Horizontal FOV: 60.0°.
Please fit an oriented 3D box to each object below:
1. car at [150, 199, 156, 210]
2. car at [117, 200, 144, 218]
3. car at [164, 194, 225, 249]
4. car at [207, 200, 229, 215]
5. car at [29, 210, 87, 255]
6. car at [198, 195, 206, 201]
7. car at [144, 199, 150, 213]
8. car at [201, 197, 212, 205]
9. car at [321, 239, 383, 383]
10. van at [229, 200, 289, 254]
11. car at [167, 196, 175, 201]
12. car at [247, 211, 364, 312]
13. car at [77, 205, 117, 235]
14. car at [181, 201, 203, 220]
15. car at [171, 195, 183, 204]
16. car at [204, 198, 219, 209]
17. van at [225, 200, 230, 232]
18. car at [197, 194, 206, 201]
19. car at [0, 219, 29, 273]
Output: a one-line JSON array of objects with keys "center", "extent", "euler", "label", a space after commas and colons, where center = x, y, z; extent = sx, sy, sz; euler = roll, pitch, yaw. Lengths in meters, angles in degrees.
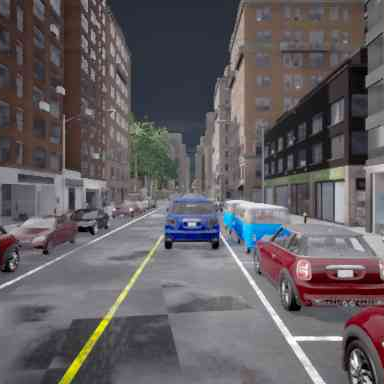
[{"center": [-5.855, 1.630, 40.782], "extent": [1.802, 1.307, 4.206], "euler": [0, 0, 0], "label": "car"}, {"center": [-5.855, 1.468, 29.765], "extent": [1.967, 1.590, 4.097], "euler": [0, 0, 0], "label": "car"}, {"center": [0.000, 1.265, 14.681], "extent": [2.150, 2.045, 5.566], "euler": [0, 0, 0], "label": "car"}, {"center": [2.671, 1.588, 35.261], "extent": [2.008, 1.369, 4.403], "euler": [0, 0, 0], "label": "car"}, {"center": [-5.854, 1.586, 13.239], "extent": [1.802, 1.307, 4.206], "euler": [0, 0, 0], "label": "car"}, {"center": [2.670, 1.618, 89.363], "extent": [1.967, 1.590, 4.097], "euler": [0, 0, 0], "label": "car"}, {"center": [-5.855, 1.562, 35.104], "extent": [1.752, 1.417, 4.829], "euler": [0, 0, 0], "label": "car"}, {"center": [2.669, 1.666, 62.798], "extent": [1.947, 1.339, 4.313], "euler": [0, 0, 0], "label": "car"}, {"center": [2.672, 1.438, 2.216], "extent": [1.967, 1.590, 4.097], "euler": [0, 0, 0], "label": "car"}, {"center": [2.672, 1.346, 13.230], "extent": [1.690, 1.788, 3.998], "euler": [0, 0, 0], "label": "van"}, {"center": [-5.856, 1.760, 94.788], "extent": [1.947, 1.339, 4.313], "euler": [0, 0, 0], "label": "car"}, {"center": [2.672, 1.440, 7.722], "extent": [1.967, 1.590, 4.097], "euler": [0, 0, 0], "label": "car"}, {"center": [-5.855, 1.577, 18.747], "extent": [1.947, 1.339, 4.313], "euler": [0, 0, 0], "label": "car"}, {"center": [0.000, 1.562, 29.651], "extent": [1.812, 1.442, 4.674], "euler": [0, 0, 0], "label": "car"}, {"center": [-3.000, 1.519, 67.682], "extent": [2.097, 1.767, 4.553], "euler": [0, 0, 0], "label": "car"}, {"center": [2.670, 1.585, 46.446], "extent": [1.752, 1.417, 4.829], "euler": [0, 0, 0], "label": "car"}, {"center": [2.672, 1.352, 18.737], "extent": [1.690, 1.788, 3.998], "euler": [0, 0, 0], "label": "van"}, {"center": [2.670, 1.509, 94.771], "extent": [2.192, 1.841, 5.009], "euler": [0, 0, 0], "label": "car"}, {"center": [-5.853, 1.440, 7.731], "extent": [1.967, 1.590, 4.097], "euler": [0, 0, 0], "label": "car"}]
